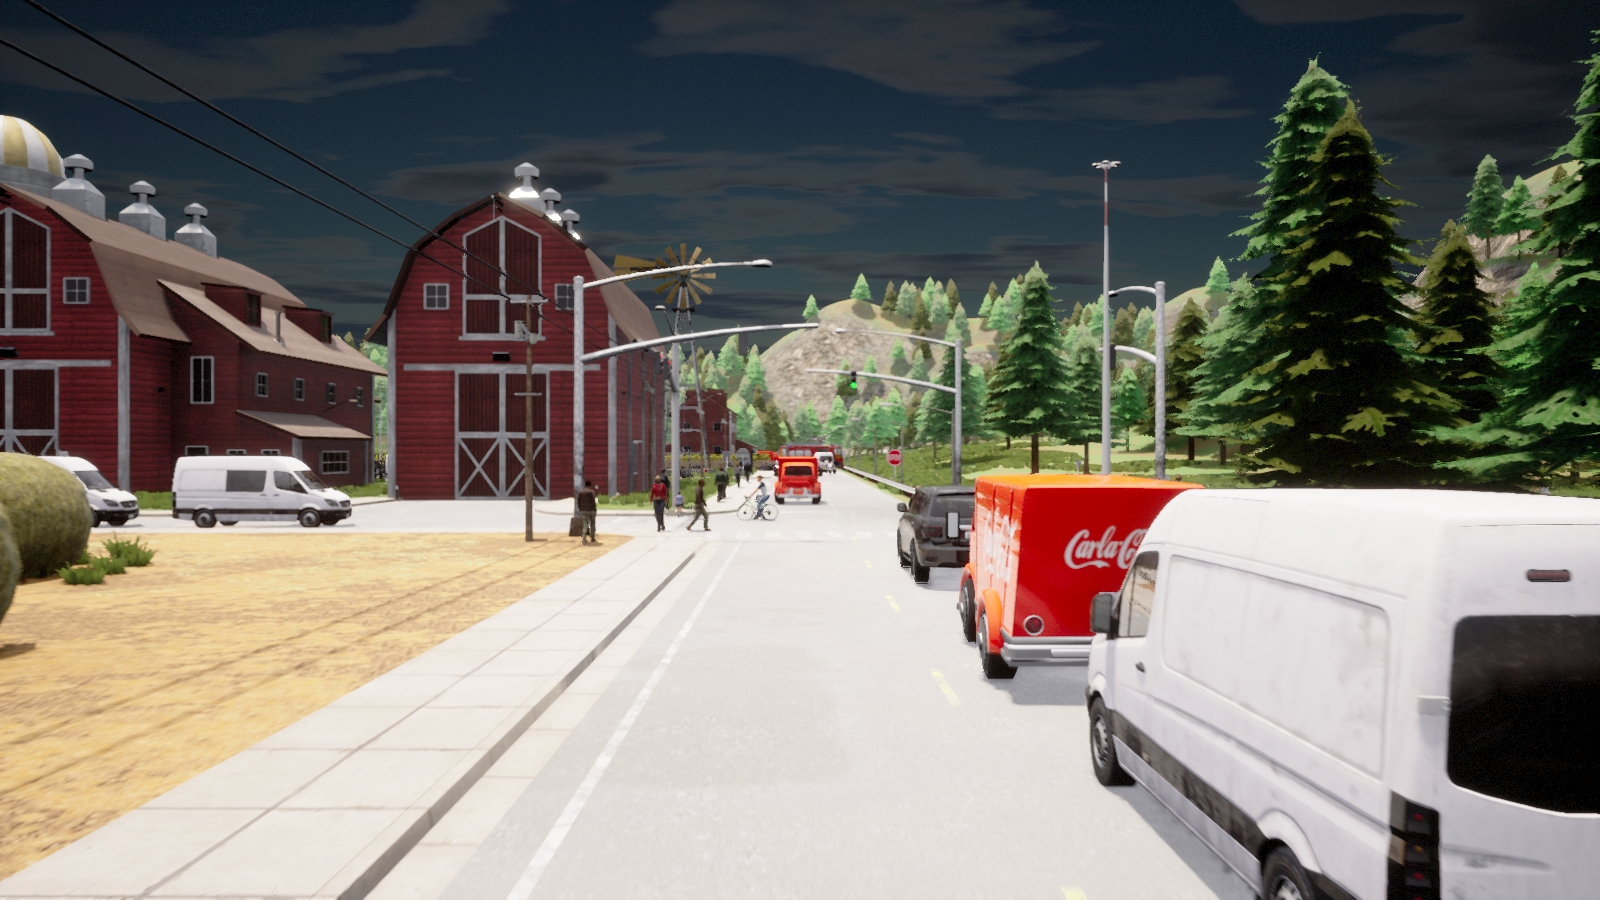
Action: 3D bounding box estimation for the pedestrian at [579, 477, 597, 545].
[{"bbox_3d":[-5.866,1.684,31.645,0.375,1.860,0.375,0,0,10],"label":"pedestrian"}]

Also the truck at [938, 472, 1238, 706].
[{"bbox_3d":[3.477,1.573,15.143,2.627,2.467,5.204,0,0,0],"label":"truck"}]

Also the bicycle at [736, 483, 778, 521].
[{"bbox_3d":[-1.685,2.046,44.981,1.643,1.496,0.373,0,0,-1],"label":"bicycle"}]

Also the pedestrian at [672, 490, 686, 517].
[{"bbox_3d":[-5.032,2.214,47.495,0.500,1.100,0.500,0,0,3],"label":"pedestrian"}]

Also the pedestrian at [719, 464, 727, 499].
[{"bbox_3d":[-4.163,1.709,61.660,0.375,1.860,0.375,0,0,7],"label":"pedestrian"}]

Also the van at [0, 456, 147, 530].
[{"bbox_3d":[-26.956,1.515,40.969,5.915,2.561,1.988,0,0,-1],"label":"van"}]

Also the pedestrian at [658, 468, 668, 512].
[{"bbox_3d":[-5.785,1.680,48.306,0.375,1.860,0.375,0,0,5],"label":"pedestrian"}]

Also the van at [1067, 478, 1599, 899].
[{"bbox_3d":[3.490,1.537,7.678,1.988,2.561,5.915,0,0,0],"label":"van"}]

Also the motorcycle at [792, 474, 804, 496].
[{"bbox_3d":[-0.119,2.185,71.689,0.764,1.277,2.356,0,0,0],"label":"motorcycle"}]

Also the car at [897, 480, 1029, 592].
[{"bbox_3d":[3.476,1.787,25.496,2.150,2.045,5.566,0,0,0],"label":"car"}]

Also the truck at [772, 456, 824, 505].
[{"bbox_3d":[-0.111,1.581,60.558,2.627,2.467,5.204,0,0,-1],"label":"truck"}]

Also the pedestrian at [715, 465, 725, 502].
[{"bbox_3d":[-4.045,1.708,57.876,0.375,1.860,0.375,0,0,13],"label":"pedestrian"}]

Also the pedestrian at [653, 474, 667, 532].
[{"bbox_3d":[-4.488,1.687,36.535,0.375,1.860,0.375,0,0,3],"label":"pedestrian"}]

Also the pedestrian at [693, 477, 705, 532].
[{"bbox_3d":[-3.405,1.838,38.593,0.375,1.860,0.375,0,0,0],"label":"pedestrian"}]

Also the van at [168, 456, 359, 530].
[{"bbox_3d":[-19.234,1.512,41.124,5.915,2.561,1.988,0,0,-1],"label":"van"}]
